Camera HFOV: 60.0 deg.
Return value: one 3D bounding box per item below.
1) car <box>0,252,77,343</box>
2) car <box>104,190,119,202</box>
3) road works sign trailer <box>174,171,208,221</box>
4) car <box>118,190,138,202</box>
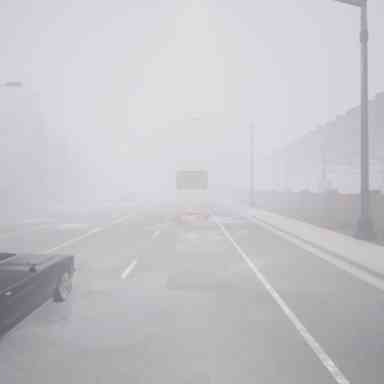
[{"bbox_3d":[-3.398,1.552,5.054,1.895,1.301,4.718,0,1,0],"label":"car"},{"bbox_3d":[-14.034,0.658,59.685,2.150,2.045,5.566,0,1,1],"label":"car"},{"bbox_3d":[0.001,0.232,24.515,2.380,3.560,2.880,0,1,0],"label":"road works sign trailer"},{"bbox_3d":[-10.542,0.819,56.429,2.097,1.767,4.553,0,1,0],"label":"car"}]
